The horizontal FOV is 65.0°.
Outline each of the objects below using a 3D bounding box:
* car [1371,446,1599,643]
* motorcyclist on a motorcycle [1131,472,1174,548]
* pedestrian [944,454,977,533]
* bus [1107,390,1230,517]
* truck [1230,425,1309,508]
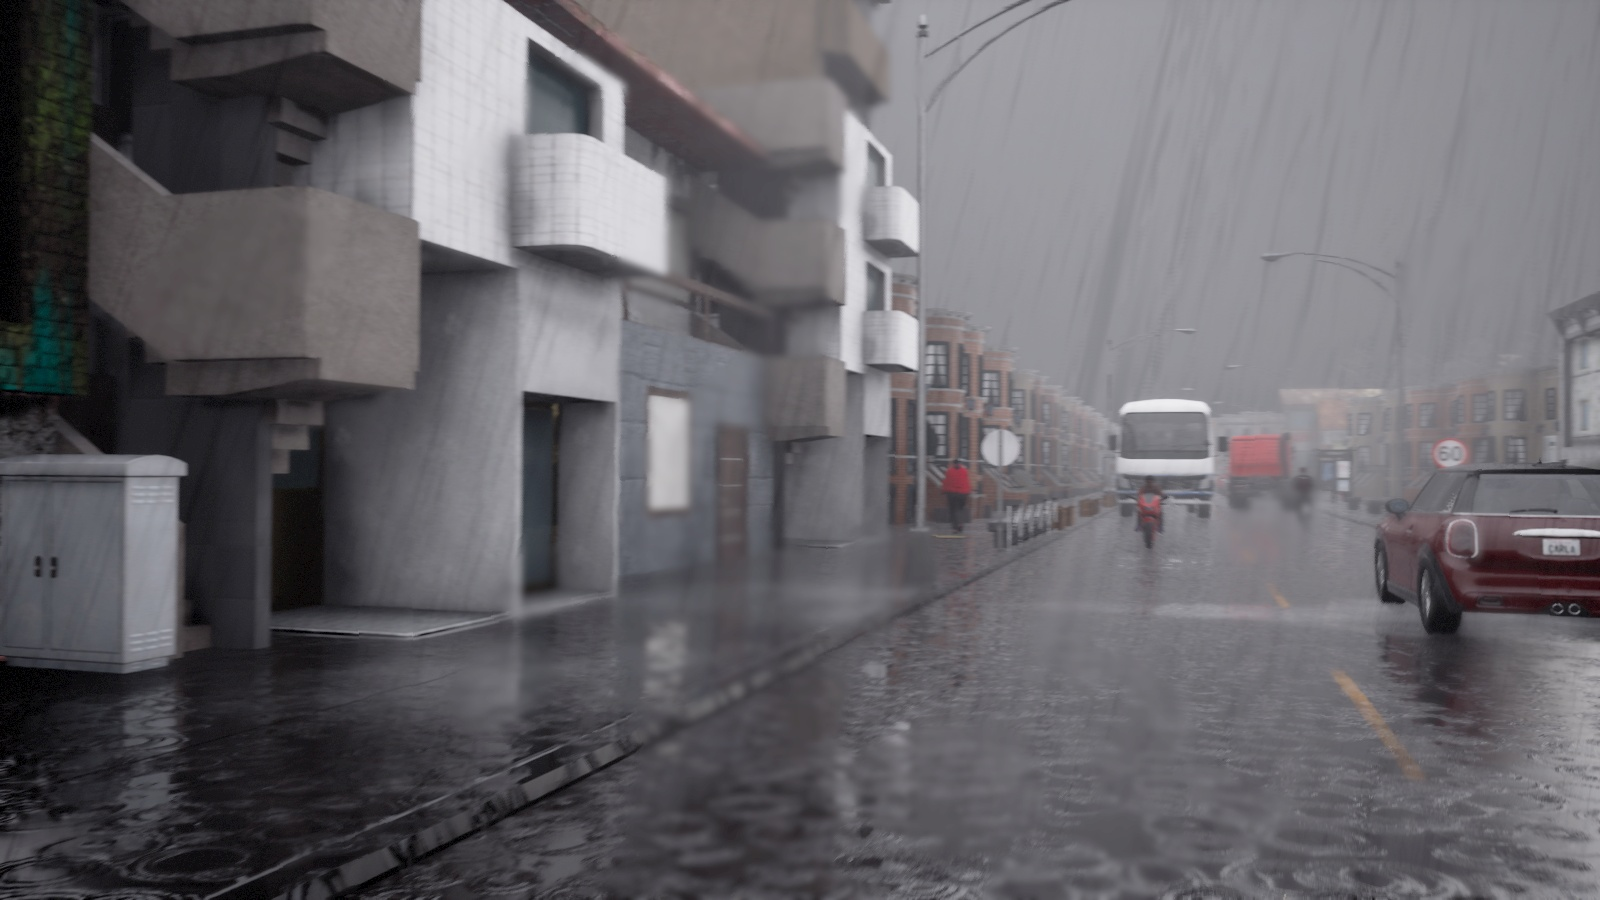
[{"bbox_3d":[7.605,0.886,13.515,2.097,1.767,4.553,0,-1,17],"label":"car"},{"bbox_3d":[7.420,1.227,26.357,0.797,1.523,2.044,0,-1,17],"label":"motorcyclist on a motorcycle"},{"bbox_3d":[3.786,1.017,29.673,0.634,1.844,0.899,0,-1,0],"label":"pedestrian"},{"bbox_3d":[13.928,0.211,47.270,3.944,4.253,10.273,0,-1,17],"label":"bus"},{"bbox_3d":[21.080,0.752,56.709,2.891,3.462,7.936,0,-1,17],"label":"truck"}]
